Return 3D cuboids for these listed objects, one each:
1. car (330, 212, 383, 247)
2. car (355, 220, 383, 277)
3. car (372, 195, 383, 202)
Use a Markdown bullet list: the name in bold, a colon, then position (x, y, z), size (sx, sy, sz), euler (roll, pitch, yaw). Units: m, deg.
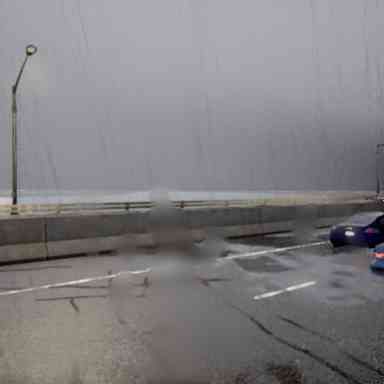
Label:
- **car**: position (7.427, 1.492, 13.328), size (4.181, 1.385, 1.994), euler (0, 0, -35)
- **car**: position (6.697, 1.495, 8.562), size (5.357, 1.411, 2.033), euler (0, 0, -35)
- **car**: position (28.705, 1.209, 49.593), size (4.902, 1.511, 2.128), euler (0, 0, -34)
